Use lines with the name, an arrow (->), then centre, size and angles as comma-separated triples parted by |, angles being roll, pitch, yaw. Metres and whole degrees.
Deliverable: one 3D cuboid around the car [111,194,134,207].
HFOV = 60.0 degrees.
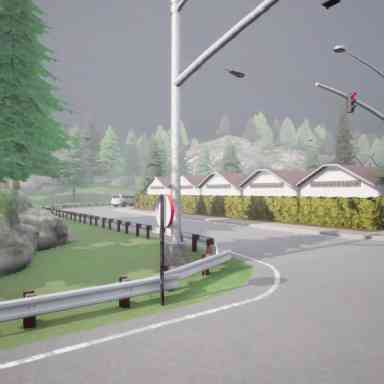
car -> -10.501, 1.398, 53.881 | 2.150, 2.045, 5.566 | 0, 0, 36
